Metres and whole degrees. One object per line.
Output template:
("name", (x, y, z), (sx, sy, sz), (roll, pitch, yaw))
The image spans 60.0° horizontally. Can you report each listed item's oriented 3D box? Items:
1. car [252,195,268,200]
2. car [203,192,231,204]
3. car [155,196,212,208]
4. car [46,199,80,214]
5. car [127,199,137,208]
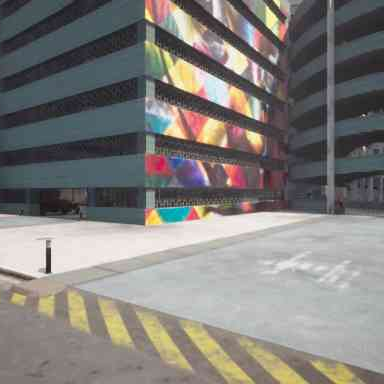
("car", (18.588, 1.495, 90.388), (4.892, 1.521, 2.231), (0, 0, 36))
("car", (4.149, 1.039, 57.737), (5.566, 2.045, 2.435), (0, 0, 36))
("car", (-0.970, 1.326, 29.313), (4.674, 1.452, 2.002), (0, 0, 36))
("car", (-13.252, 1.424, 33.174), (4.786, 1.482, 2.161), (0, 0, 36))
("car", (-6.080, 1.473, 42.301), (4.718, 1.301, 1.895), (0, 0, 36))
